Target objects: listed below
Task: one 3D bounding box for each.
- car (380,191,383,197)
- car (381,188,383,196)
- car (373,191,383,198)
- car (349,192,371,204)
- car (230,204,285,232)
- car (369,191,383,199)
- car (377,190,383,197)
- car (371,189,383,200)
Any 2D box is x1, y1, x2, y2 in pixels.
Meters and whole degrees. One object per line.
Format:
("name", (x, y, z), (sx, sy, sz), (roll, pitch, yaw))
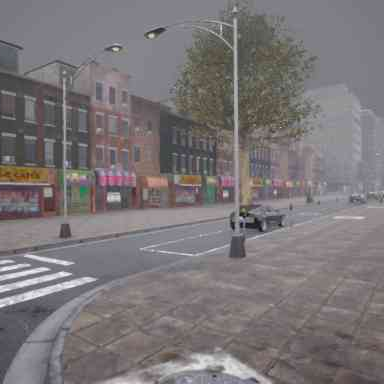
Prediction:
("car", (43.956, 0.342, 75.577), (1.802, 1.307, 4.206), (0, 1, 35))
("car", (47.057, -0.001, 79.996), (2.192, 1.841, 5.009), (0, 1, 35))
("car", (37.749, 0.479, 66.732), (1.947, 1.339, 4.313), (0, 1, 35))
("car", (22.233, 0.844, 44.620), (2.008, 1.369, 4.403), (0, 1, 35))
("car", (3.614, 1.313, 18.087), (1.947, 1.339, 4.313), (0, 1, 35))
("car", (34.646, 0.556, 62.310), (1.947, 1.339, 4.313), (0, 1, 35))
("car", (40.950, 0.360, 71.293), (1.752, 1.417, 4.829), (0, 1, 35))
("car", (31.542, 0.617, 57.887), (2.008, 1.369, 4.403), (0, 1, 35))
